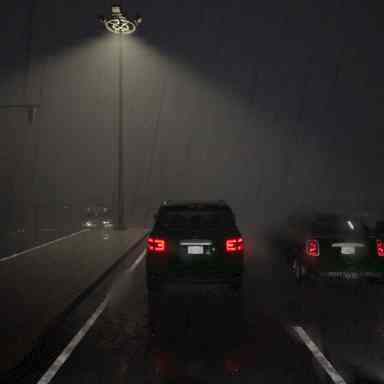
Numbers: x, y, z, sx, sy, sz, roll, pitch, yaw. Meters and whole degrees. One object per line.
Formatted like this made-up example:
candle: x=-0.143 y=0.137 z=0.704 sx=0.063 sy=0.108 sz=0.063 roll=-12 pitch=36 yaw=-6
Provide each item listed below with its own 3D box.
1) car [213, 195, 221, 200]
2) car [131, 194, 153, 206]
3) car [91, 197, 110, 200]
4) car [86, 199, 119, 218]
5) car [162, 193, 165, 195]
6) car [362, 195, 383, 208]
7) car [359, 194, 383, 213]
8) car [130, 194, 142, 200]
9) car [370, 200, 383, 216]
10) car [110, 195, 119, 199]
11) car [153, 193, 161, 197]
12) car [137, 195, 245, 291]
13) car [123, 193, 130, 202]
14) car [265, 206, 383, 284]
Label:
car: x=7.169 y=1.552 z=95.156 sx=1.994 sy=1.385 sz=4.181 roll=0 pitch=0 yaw=1
car: x=-8.134 y=1.491 z=54.828 sx=2.128 sy=1.511 sz=4.902 roll=0 pitch=0 yaw=0
car: x=-15.132 y=1.564 z=53.327 sx=1.994 sy=1.385 sz=4.181 roll=0 pitch=0 yaw=0
car: x=-8.125 y=1.601 z=30.500 sx=1.895 sy=1.301 sz=4.718 roll=0 pitch=0 yaw=0
car: x=-8.033 y=1.208 z=84.724 sx=2.150 sy=2.045 sz=5.566 roll=0 pitch=0 yaw=0
car: x=7.071 y=1.221 z=8.849 sx=2.150 sy=2.045 sz=5.566 roll=0 pitch=0 yaw=0
car: x=21.514 y=1.222 z=36.117 sx=5.566 sy=2.045 sz=2.150 roll=0 pitch=0 yaw=1
car: x=-14.975 y=1.317 z=89.151 sx=2.128 sy=1.511 sz=4.902 roll=0 pitch=0 yaw=1
car: x=20.725 y=1.547 z=32.627 sx=5.357 sy=1.411 sz=2.033 roll=0 pitch=0 yaw=1
car: x=-15.097 y=1.601 z=62.924 sx=1.895 sy=1.301 sz=4.718 roll=0 pitch=0 yaw=0
car: x=-8.056 y=1.540 z=69.628 sx=2.033 sy=1.411 sz=5.357 roll=0 pitch=0 yaw=0
car: x=0.072 y=1.221 z=9.156 sx=2.150 sy=2.045 sz=5.566 roll=0 pitch=0 yaw=0
car: x=-15.059 y=1.225 z=73.489 sx=2.150 sy=2.045 sz=5.566 roll=0 pitch=0 yaw=0
car: x=3.571 y=1.352 z=9.723 sx=2.097 sy=1.767 sz=4.553 roll=0 pitch=0 yaw=0
